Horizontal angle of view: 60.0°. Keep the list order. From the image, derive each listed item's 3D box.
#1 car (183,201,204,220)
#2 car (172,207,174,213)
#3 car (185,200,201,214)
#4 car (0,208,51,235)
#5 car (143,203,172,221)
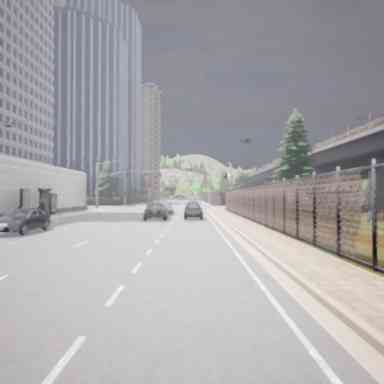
[{"bbox_3d":[0.131,1.950,33.185,2.128,1.511,4.902,0,-1,0],"label":"car"},{"bbox_3d":[-3.403,2.195,43.054,1.895,1.301,4.718,0,-1,1],"label":"car"},{"bbox_3d":[0.138,1.959,44.016,2.097,1.767,4.553,0,-1,0],"label":"car"},{"bbox_3d":[-10.482,1.777,20.673,2.128,1.511,4.902,0,-1,0],"label":"car"},{"bbox_3d":[-3.394,1.797,32.232,2.097,1.767,4.553,0,-1,0],"label":"car"}]
